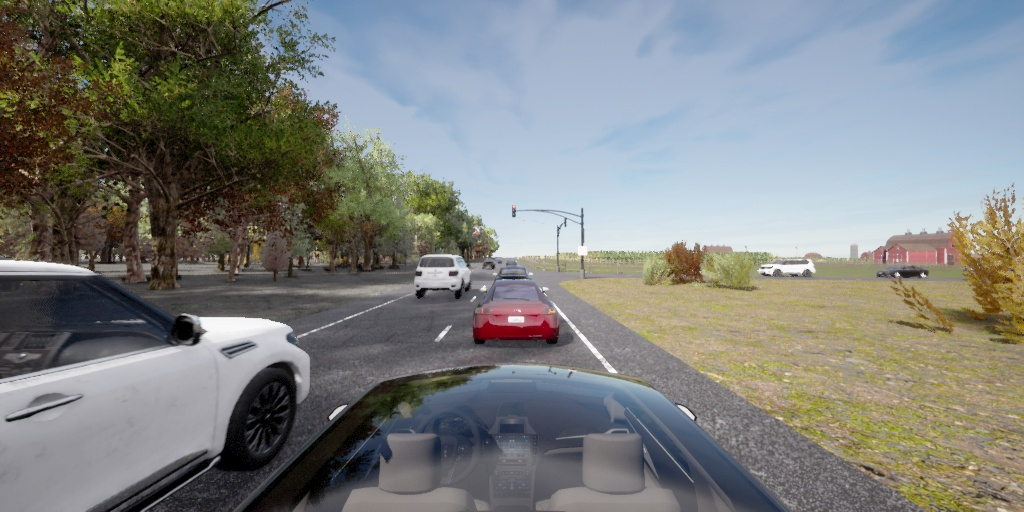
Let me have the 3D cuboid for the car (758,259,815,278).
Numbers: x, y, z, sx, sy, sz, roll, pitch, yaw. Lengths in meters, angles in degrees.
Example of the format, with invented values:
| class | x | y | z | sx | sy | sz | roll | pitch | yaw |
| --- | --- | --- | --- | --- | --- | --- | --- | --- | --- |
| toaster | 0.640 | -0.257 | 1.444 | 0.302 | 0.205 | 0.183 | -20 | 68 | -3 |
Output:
| class | x | y | z | sx | sy | sz | roll | pitch | yaw |
| --- | --- | --- | --- | --- | --- | --- | --- | --- | --- |
| car | 31.334 | 1.372 | 40.966 | 5.566 | 2.045 | 2.150 | 1 | -1 | 0 |

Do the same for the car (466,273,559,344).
| class | x | y | z | sx | sy | sz | roll | pitch | yaw |
| --- | --- | --- | --- | --- | --- | --- | --- | --- | --- |
| car | 0.077 | 1.316 | 9.605 | 1.994 | 1.385 | 4.181 | 0 | 0 | 0 |

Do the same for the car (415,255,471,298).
| class | x | y | z | sx | sy | sz | roll | pitch | yaw |
| --- | --- | --- | --- | --- | --- | --- | --- | --- | --- |
| car | -3.451 | 0.973 | 18.737 | 2.150 | 2.045 | 5.566 | 0 | 0 | 0 |

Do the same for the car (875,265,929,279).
| class | x | y | z | sx | sy | sz | roll | pitch | yaw |
| --- | --- | --- | --- | --- | --- | --- | --- | --- | --- |
| car | 44.459 | 1.795 | 40.917 | 4.892 | 1.490 | 1.837 | 0 | -1 | 0 |

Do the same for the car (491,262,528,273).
| class | x | y | z | sx | sy | sz | roll | pitch | yaw |
| --- | --- | --- | --- | --- | --- | --- | --- | --- | --- |
| car | 0.053 | 1.259 | 18.517 | 1.837 | 1.490 | 4.892 | 0 | 0 | 0 |

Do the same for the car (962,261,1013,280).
| class | x | y | z | sx | sy | sz | roll | pitch | yaw |
| --- | --- | --- | --- | --- | --- | --- | --- | --- | --- |
| car | 50.596 | 1.522 | 37.326 | 5.566 | 2.045 | 2.150 | 1 | -1 | 1 |

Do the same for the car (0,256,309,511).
| class | x | y | z | sx | sy | sz | roll | pitch | yaw |
| --- | --- | --- | --- | --- | --- | --- | --- | --- | --- |
| car | -3.402 | 0.965 | 1.722 | 2.150 | 2.045 | 5.566 | 0 | -1 | 1 |

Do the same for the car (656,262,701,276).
| class | x | y | z | sx | sy | sz | roll | pitch | yaw |
| --- | --- | --- | --- | --- | --- | --- | --- | --- | --- |
| car | 18.895 | 1.492 | 40.980 | 5.008 | 1.535 | 1.882 | 1 | -1 | 0 |

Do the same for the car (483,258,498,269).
| class | x | y | z | sx | sy | sz | roll | pitch | yaw |
| --- | --- | --- | --- | --- | --- | --- | --- | --- | --- |
| car | -3.575 | 1.261 | 57.163 | 1.837 | 1.490 | 4.892 | 0 | 0 | 0 |
